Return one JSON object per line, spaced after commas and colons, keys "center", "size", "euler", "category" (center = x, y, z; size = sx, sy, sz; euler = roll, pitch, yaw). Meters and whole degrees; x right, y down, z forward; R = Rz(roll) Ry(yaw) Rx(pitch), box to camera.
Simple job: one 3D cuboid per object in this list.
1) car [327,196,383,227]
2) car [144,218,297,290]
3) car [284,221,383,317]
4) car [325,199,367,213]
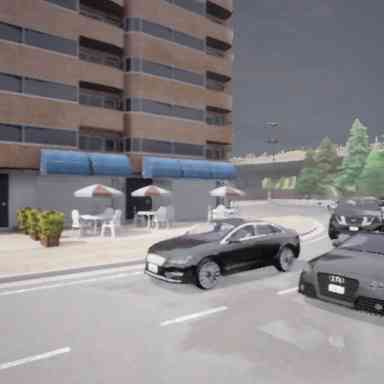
{"center": [8.458, 1.249, 16.889], "size": [2.150, 2.045, 5.566], "euler": [0, 0, 31], "category": "car"}
{"center": [1.039, 1.502, 9.214], "size": [4.902, 1.511, 2.128], "euler": [0, 0, -37], "category": "car"}
{"center": [4.191, 1.577, 7.240], "size": [4.181, 1.385, 1.994], "euler": [0, 0, -38], "category": "car"}
{"center": [17.735, 1.586, 38.669], "size": [1.812, 1.442, 4.674], "euler": [0, 0, -16], "category": "car"}
